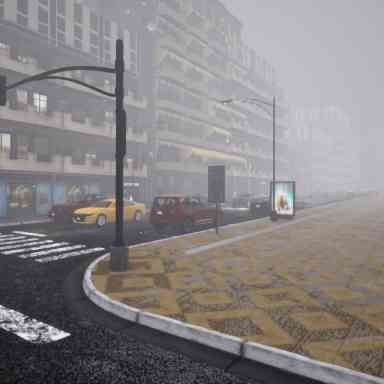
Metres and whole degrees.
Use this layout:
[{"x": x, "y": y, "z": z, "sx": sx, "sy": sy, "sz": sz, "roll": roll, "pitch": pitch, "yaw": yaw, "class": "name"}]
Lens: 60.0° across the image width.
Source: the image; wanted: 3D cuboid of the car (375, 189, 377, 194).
[{"x": 44.277, "y": -0.221, "z": 81.411, "sx": 2.008, "sy": 1.369, "sz": 4.403, "roll": 1, "pitch": 2, "yaw": 35, "class": "car"}]

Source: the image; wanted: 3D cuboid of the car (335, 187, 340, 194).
[{"x": 34.187, "y": -0.240, "z": 81.593, "sx": 1.967, "sy": 1.590, "sz": 4.097, "roll": 2, "pitch": 2, "yaw": 35, "class": "car"}]

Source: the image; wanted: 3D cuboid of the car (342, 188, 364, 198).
[{"x": 28.403, "y": 0.308, "z": 58.668, "sx": 1.887, "sy": 1.381, "sz": 4.507, "roll": 1, "pitch": 2, "yaw": 35, "class": "car"}]

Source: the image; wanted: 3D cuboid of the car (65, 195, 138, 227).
[{"x": -5.045, "y": 1.180, "z": 20.880, "sx": 1.882, "sy": 1.535, "sz": 5.008, "roll": 0, "pitch": 1, "yaw": 34, "class": "car"}]

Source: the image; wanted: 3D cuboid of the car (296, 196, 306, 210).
[{"x": 9.353, "y": 0.965, "z": 31.376, "sx": 1.947, "sy": 1.339, "sz": 4.313, "roll": 1, "pitch": 2, "yaw": 35, "class": "car"}]

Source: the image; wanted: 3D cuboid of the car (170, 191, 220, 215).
[{"x": 0.339, "y": 0.878, "z": 28.601, "sx": 2.097, "sy": 1.767, "sz": 4.553, "roll": 0, "pitch": 1, "yaw": 35, "class": "car"}]

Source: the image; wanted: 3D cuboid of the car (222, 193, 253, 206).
[{"x": 5.619, "y": 0.828, "z": 40.667, "sx": 2.008, "sy": 1.369, "sz": 4.403, "roll": 2, "pitch": 2, "yaw": 35, "class": "car"}]

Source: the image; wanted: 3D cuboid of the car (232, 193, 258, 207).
[{"x": 6.080, "y": 0.842, "z": 36.812, "sx": 1.837, "sy": 1.490, "sz": 4.892, "roll": 0, "pitch": 1, "yaw": 35, "class": "car"}]

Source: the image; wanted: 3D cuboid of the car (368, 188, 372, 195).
[{"x": 34.753, "y": 0.095, "z": 67.765, "sx": 1.887, "sy": 1.381, "sz": 4.507, "roll": 1, "pitch": 2, "yaw": 35, "class": "car"}]

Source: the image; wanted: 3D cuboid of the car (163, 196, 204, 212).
[{"x": -0.730, "y": 1.069, "z": 31.572, "sx": 1.802, "sy": 1.307, "sz": 4.206, "roll": 2, "pitch": 2, "yaw": 35, "class": "car"}]

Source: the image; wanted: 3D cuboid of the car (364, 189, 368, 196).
[{"x": 31.578, "y": 0.098, "z": 63.213, "sx": 1.967, "sy": 1.590, "sz": 4.097, "roll": 1, "pitch": 2, "yaw": 35, "class": "car"}]

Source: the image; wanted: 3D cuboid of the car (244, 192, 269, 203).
[{"x": 8.792, "y": 0.754, "z": 45.214, "sx": 1.802, "sy": 1.307, "sz": 4.206, "roll": 2, "pitch": 2, "yaw": 35, "class": "car"}]

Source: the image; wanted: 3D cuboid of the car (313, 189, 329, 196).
[{"x": 27.838, "y": -0.025, "z": 72.497, "sx": 1.967, "sy": 1.590, "sz": 4.097, "roll": 2, "pitch": 2, "yaw": 35, "class": "car"}]

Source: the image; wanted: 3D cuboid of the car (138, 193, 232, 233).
[{"x": -0.170, "y": 1.026, "z": 17.724, "sx": 2.192, "sy": 1.841, "sz": 5.009, "roll": 1, "pitch": 2, "yaw": 35, "class": "car"}]

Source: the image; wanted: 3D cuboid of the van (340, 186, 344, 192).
[{"x": 37.362, "y": -0.446, "z": 86.137, "sx": 1.690, "sy": 1.788, "sz": 3.998, "roll": 2, "pitch": 2, "yaw": 35, "class": "van"}]

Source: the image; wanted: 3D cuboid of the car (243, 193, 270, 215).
[{"x": 6.178, "y": 1.069, "z": 26.827, "sx": 1.947, "sy": 1.339, "sz": 4.313, "roll": 1, "pitch": 2, "yaw": 35, "class": "car"}]

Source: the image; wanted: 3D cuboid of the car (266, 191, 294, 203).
[{"x": 12.084, "y": 0.631, "z": 45.338, "sx": 2.128, "sy": 1.511, "sz": 4.902, "roll": 0, "pitch": 1, "yaw": 35, "class": "car"}]

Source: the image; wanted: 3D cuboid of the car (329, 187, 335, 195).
[{"x": 31.012, "y": -0.027, "z": 77.048, "sx": 1.887, "sy": 1.381, "sz": 4.507, "roll": 2, "pitch": 2, "yaw": 35, "class": "car"}]

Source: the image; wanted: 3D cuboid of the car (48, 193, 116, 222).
[{"x": -7.076, "y": 1.010, "z": 22.469, "sx": 2.192, "sy": 1.841, "sz": 5.009, "roll": 1, "pitch": 2, "yaw": 35, "class": "car"}]

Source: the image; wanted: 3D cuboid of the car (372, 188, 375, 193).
[{"x": 37.928, "y": -0.012, "z": 72.314, "sx": 1.887, "sy": 1.381, "sz": 4.507, "roll": 1, "pitch": 2, "yaw": 35, "class": "car"}]
